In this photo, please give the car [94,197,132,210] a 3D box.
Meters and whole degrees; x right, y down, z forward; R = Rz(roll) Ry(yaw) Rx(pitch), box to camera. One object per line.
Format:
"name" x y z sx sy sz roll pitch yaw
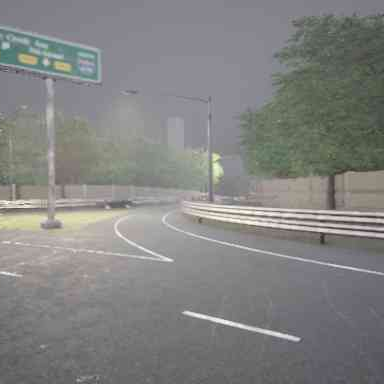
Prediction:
"car" -9.798 1.397 41.655 1.882 1.535 5.008 0 0 41
